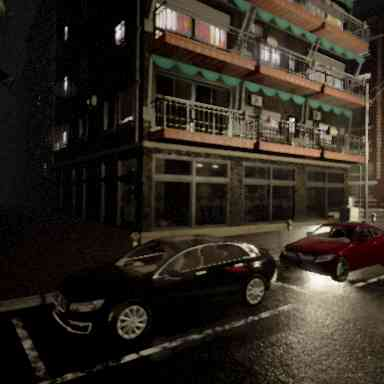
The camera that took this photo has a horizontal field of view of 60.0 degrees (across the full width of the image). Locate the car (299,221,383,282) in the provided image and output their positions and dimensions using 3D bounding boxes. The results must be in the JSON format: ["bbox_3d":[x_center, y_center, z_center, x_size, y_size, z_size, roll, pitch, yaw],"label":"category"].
[{"bbox_3d":[4.366,1.540,9.616,4.206,1.307,1.802,0,1,-35],"label":"car"}]

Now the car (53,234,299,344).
[{"bbox_3d":[-0.262,1.535,6.314,4.403,1.369,2.008,0,1,-35],"label":"car"}]
